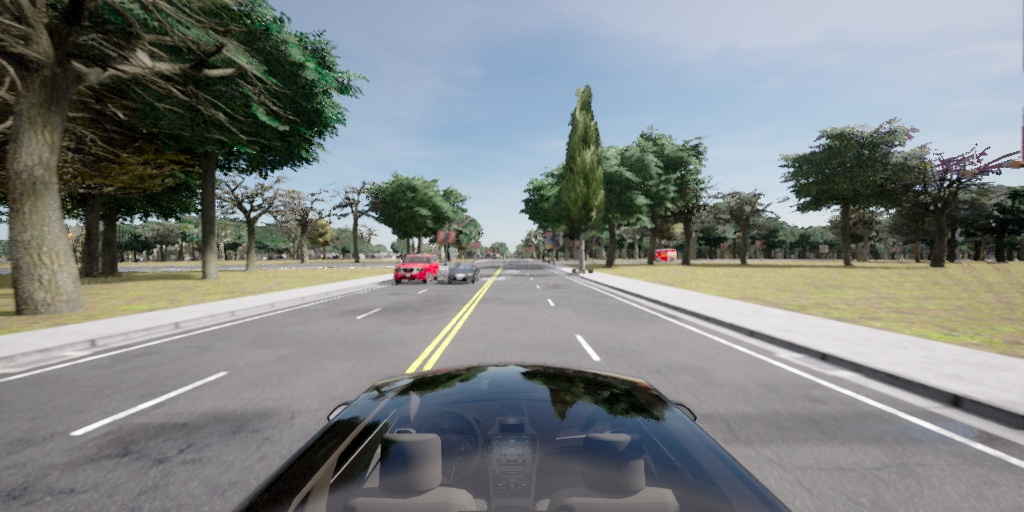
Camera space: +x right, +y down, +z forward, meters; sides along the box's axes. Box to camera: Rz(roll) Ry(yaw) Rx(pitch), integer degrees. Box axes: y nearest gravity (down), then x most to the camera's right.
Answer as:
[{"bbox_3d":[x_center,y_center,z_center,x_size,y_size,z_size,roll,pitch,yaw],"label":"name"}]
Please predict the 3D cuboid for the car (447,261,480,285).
[{"bbox_3d":[-3.340,1.151,25.451,2.128,1.511,4.902,0,0,0],"label":"car"}]

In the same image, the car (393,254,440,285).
[{"bbox_3d":[-6.592,0.884,25.482,2.150,2.045,5.566,0,0,0],"label":"car"}]
